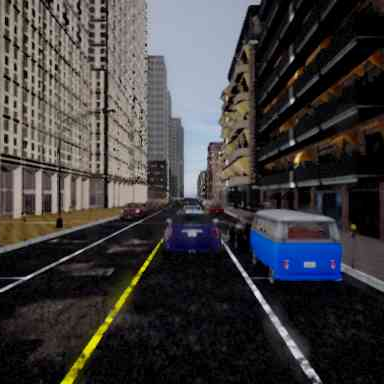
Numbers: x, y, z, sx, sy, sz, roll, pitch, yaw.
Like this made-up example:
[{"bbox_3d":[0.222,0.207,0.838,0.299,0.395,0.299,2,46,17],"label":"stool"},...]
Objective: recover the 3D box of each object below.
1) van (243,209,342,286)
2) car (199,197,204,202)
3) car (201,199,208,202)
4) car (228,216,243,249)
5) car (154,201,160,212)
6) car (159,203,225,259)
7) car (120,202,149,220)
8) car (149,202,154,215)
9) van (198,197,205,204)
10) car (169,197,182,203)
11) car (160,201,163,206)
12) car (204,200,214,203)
[{"bbox_3d":[2.688,1.441,9.443,1.690,1.788,3.998,0,-1,0],"label":"van"},{"bbox_3d":[2.991,2.240,67.489,1.812,1.442,4.674,0,-1,0],"label":"car"},{"bbox_3d":[2.683,2.040,49.150,1.752,1.417,4.829,0,-1,0],"label":"car"},{"bbox_3d":[2.688,1.724,15.090,1.947,1.339,4.313,0,-1,0],"label":"car"},{"bbox_3d":[-5.697,2.019,43.331,1.947,1.339,4.313,0,-1,0],"label":"car"},{"bbox_3d":[0.020,1.492,13.423,2.097,1.767,4.553,0,-1,0],"label":"car"},{"bbox_3d":[-5.695,1.775,32.035,1.967,1.590,4.097,0,-1,0],"label":"car"},{"bbox_3d":[-5.695,1.975,37.681,1.802,1.307,4.206,0,-1,0],"label":"car"},{"bbox_3d":[2.677,2.353,94.168,1.690,1.788,3.998,0,-1,0],"label":"van"},{"bbox_3d":[-3.026,2.193,65.323,1.837,1.490,4.892,0,-1,0],"label":"car"},{"bbox_3d":[-5.698,2.155,54.627,1.802,1.307,4.206,0,-1,0],"label":"car"},{"bbox_3d":[2.684,1.938,37.682,1.887,1.381,4.507,0,-1,0],"label":"car"}]
